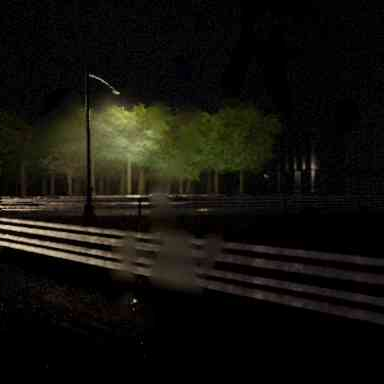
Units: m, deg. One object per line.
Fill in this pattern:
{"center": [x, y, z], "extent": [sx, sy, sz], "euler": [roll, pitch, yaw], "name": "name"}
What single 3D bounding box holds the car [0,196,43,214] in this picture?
{"center": [-15.632, 1.120, 29.423], "extent": [4.792, 1.488, 2.163], "euler": [-1, 0, 8], "name": "car"}
